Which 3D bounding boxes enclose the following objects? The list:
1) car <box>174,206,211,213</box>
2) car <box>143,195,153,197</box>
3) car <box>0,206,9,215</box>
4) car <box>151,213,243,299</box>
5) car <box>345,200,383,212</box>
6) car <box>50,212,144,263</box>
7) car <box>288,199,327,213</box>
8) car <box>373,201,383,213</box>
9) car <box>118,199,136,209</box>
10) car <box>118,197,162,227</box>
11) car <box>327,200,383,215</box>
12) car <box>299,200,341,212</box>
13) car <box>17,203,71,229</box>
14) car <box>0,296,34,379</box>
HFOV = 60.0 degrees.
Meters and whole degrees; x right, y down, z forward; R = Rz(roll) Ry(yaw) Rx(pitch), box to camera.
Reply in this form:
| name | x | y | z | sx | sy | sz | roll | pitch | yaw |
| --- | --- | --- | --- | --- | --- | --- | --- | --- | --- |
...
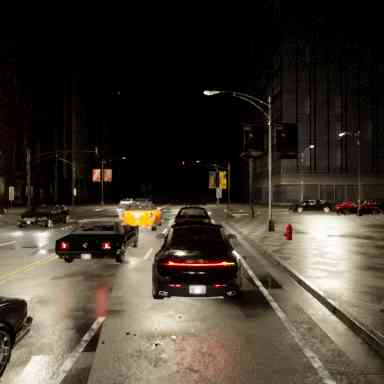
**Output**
| name | x | y | z | sx | sy | sz | roll | pitch | yaw |
| --- | --- | --- | --- | --- | --- | --- | --- | --- | --- |
| car | 0.038 | 1.510 | 17.900 | 1.882 | 1.535 | 5.008 | 0 | 0 | 0 |
| car | -9.598 | 1.603 | 71.790 | 2.150 | 2.045 | 5.566 | 0 | 0 | 0 |
| car | -20.891 | 1.695 | 33.394 | 4.674 | 1.442 | 1.812 | 0 | -1 | -1 |
| car | 0.116 | 1.512 | 8.409 | 1.837 | 1.490 | 4.892 | 0 | 0 | 0 |
| car | 20.910 | 1.644 | 39.873 | 4.313 | 1.339 | 1.947 | 0 | 0 | -1 |
| car | -3.123 | 1.615 | 12.020 | 1.895 | 1.301 | 4.718 | 0 | 0 | 0 |
| car | 13.207 | 1.576 | 37.016 | 4.892 | 1.490 | 1.837 | 0 | -1 | -1 |
| car | 23.108 | 1.640 | 37.150 | 4.718 | 1.301 | 1.895 | 0 | -1 | -1 |
| car | -9.736 | 1.746 | 50.428 | 1.812 | 1.442 | 4.674 | 0 | 0 | 0 |
| car | -3.104 | 1.397 | 21.014 | 2.097 | 1.767 | 4.553 | 0 | 0 | 0 |
| car | 15.382 | 1.577 | 31.273 | 4.206 | 1.307 | 1.802 | 0 | 0 | -1 |
| car | 15.270 | 1.663 | 39.797 | 4.313 | 1.339 | 1.947 | 0 | 0 | -1 |
| car | -9.652 | 1.553 | 22.116 | 1.837 | 1.490 | 4.892 | 1 | 0 | 1 |
| car | -3.152 | 1.548 | 2.233 | 2.033 | 1.411 | 5.357 | 0 | 0 | 0 |
